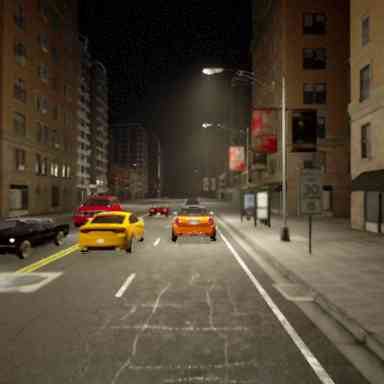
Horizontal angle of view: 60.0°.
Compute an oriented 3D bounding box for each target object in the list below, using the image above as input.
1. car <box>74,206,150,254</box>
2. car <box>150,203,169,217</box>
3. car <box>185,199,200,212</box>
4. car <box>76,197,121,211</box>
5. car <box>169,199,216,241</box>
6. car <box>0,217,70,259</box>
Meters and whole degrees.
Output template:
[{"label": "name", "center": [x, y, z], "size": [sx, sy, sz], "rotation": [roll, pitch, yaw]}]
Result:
[{"label": "car", "center": [-3.157, 1.557, 13.951], "size": [1.882, 1.535, 5.008], "rotation": [0, 0, 0]}, {"label": "car", "center": [-3.163, 1.795, 33.748], "size": [1.895, 1.301, 4.718], "rotation": [0, 0, 0]}, {"label": "car", "center": [0.081, 1.737, 44.499], "size": [1.882, 1.535, 5.008], "rotation": [0, 0, 0]}, {"label": "car", "center": [-6.510, 1.356, 23.657], "size": [2.150, 2.045, 5.566], "rotation": [0, 0, 0]}, {"label": "car", "center": [0.092, 1.451, 17.484], "size": [2.097, 1.767, 4.553], "rotation": [0, 0, 0]}, {"label": "car", "center": [-6.580, 1.675, 13.059], "size": [1.895, 1.301, 4.718], "rotation": [0, 0, 1]}]
